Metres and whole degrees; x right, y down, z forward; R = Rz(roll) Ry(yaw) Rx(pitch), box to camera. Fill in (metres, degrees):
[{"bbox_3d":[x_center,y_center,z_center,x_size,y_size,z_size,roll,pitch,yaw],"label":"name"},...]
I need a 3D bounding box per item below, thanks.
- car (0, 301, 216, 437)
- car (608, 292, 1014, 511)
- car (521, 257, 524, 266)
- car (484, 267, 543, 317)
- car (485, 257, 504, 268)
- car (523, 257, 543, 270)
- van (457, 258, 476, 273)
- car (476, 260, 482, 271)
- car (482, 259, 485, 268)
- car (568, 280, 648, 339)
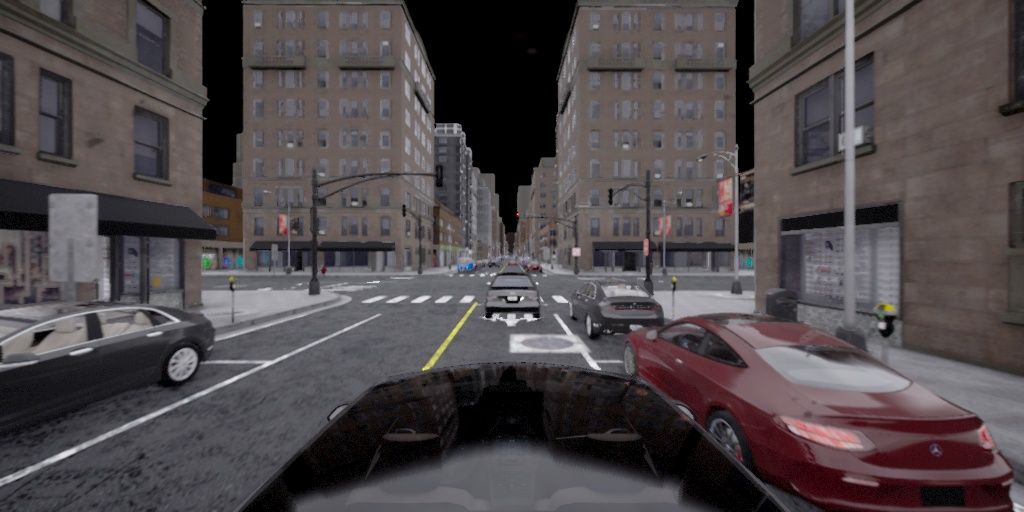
[{"bbox_3d":[-5.860,1.301,4.271,2.007,1.370,4.403,0,0,0],"label":"car"},{"bbox_3d":[2.666,1.333,4.293,1.802,1.307,4.207,0,0,0],"label":"car"},{"bbox_3d":[2.762,1.222,55.875,1.967,1.591,4.097,0,0,0],"label":"car"},{"bbox_3d":[0.031,1.303,13.123,2.033,1.411,5.357,0,0,0],"label":"car"},{"bbox_3d":[-2.940,1.332,60.423,2.033,1.411,5.357,0,0,1],"label":"car"},{"bbox_3d":[2.733,1.214,44.536,1.967,1.591,4.097,0,0,0],"label":"car"},{"bbox_3d":[-5.792,1.115,44.556,1.690,1.789,3.998,0,0,0],"label":"van"},{"bbox_3d":[-5.778,1.218,50.224,1.967,1.591,4.097,0,0,0],"label":"car"},{"bbox_3d":[-5.764,1.347,55.893,1.948,1.339,4.313,0,0,0],"label":"car"},{"bbox_3d":[2.655,1.304,9.886,2.007,1.370,4.403,0,0,0],"label":"car"}]
